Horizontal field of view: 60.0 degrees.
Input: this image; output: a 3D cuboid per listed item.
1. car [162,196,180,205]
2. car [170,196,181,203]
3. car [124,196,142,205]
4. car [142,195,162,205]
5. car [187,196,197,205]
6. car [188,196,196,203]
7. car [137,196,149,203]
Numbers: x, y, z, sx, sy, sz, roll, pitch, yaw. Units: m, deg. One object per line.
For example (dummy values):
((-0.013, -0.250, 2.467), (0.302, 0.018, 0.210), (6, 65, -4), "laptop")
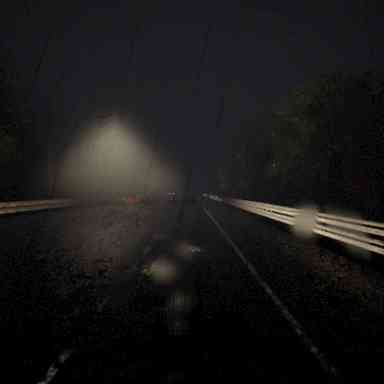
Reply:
((-3.507, 1.527, 58.021), (2.128, 1.511, 4.902), (0, 0, 0), "car")
((-3.508, 1.563, 71.712), (2.033, 1.411, 5.357), (0, 0, 0), "car")
((-10.508, 1.400, 58.407), (2.097, 1.767, 4.553), (0, 0, 0), "car")
((-7.008, 1.400, 58.408), (2.097, 1.767, 4.553), (0, 0, 0), "car")
((-0.008, 1.548, 58.021), (1.837, 1.490, 4.892), (0, 0, 0), "car")
((-0.008, 1.549, 71.767), (1.812, 1.442, 4.674), (0, 0, 0), "car")
((-10.508, 1.607, 71.313), (1.895, 1.301, 4.718), (0, 0, 0), "car")
